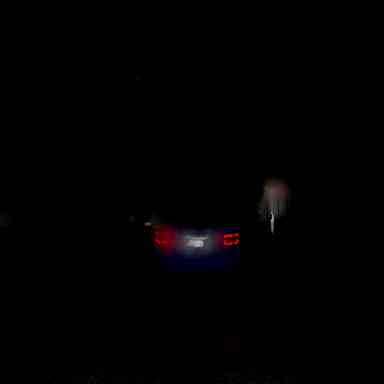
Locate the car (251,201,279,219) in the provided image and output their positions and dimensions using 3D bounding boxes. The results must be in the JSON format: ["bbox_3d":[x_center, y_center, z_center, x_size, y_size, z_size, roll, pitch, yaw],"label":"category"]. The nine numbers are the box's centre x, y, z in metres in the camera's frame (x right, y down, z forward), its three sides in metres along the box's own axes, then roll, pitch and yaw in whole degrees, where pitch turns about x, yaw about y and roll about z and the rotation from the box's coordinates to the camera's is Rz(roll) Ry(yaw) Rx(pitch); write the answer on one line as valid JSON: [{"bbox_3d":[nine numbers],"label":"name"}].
[{"bbox_3d":[6.527,1.544,29.483,1.882,1.535,5.008,0,0,21],"label":"car"}]

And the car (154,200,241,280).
[{"bbox_3d":[0.226,1.248,10.200,2.150,2.045,5.566,0,0,2],"label":"car"}]

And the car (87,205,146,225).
[{"bbox_3d":[-5.532,1.620,24.439,4.181,1.385,1.994,0,0,1],"label":"car"}]
